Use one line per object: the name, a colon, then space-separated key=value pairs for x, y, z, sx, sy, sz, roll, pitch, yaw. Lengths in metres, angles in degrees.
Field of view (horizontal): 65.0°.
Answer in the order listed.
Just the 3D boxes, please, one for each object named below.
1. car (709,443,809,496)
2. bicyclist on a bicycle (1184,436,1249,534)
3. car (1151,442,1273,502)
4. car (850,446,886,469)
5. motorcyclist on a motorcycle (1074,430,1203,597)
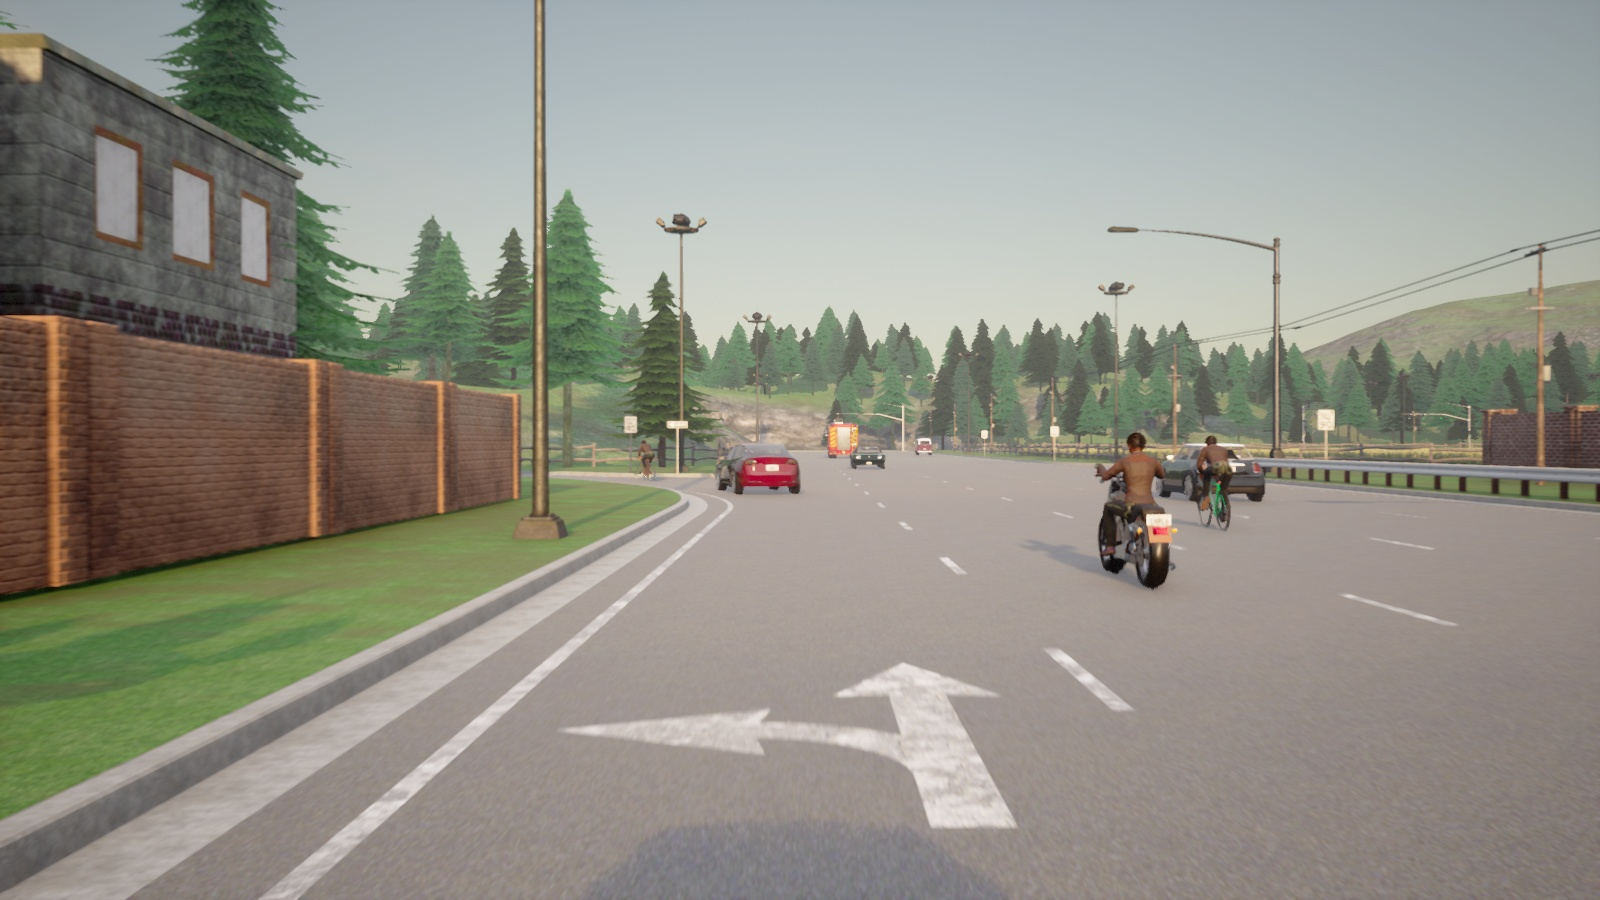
car: x=-1.322 y=0.532 z=37.925 sx=2.163 sy=1.488 sz=4.792 roll=0 pitch=0 yaw=-13
bicyclist on a bicycle: x=7.138 y=0.584 z=21.574 sx=0.582 sy=1.620 sz=1.656 roll=0 pitch=0 yaw=0
car: x=10.702 y=0.536 z=32.937 sx=1.970 sy=1.475 sz=3.806 roll=0 pitch=0 yaw=0
car: x=3.932 y=0.438 z=73.436 sx=1.895 sy=1.301 sz=4.718 roll=0 pitch=0 yaw=0
motorcyclist on a motorcycle: x=3.592 y=0.624 z=13.552 sx=0.766 sy=1.649 sz=2.350 roll=0 pitch=0 yaw=0
